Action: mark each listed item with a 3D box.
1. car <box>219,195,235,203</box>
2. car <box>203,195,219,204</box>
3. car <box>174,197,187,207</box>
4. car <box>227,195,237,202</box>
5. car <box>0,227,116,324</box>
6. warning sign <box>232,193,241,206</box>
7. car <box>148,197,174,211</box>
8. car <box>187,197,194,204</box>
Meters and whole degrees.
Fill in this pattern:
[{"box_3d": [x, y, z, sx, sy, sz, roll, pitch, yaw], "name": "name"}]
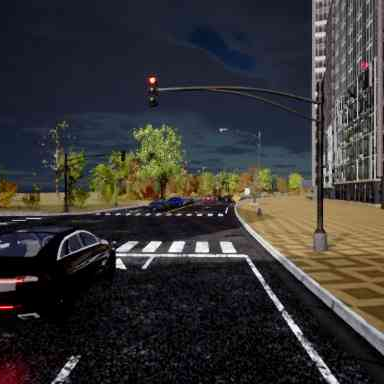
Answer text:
[{"box_3d": [7.488, 1.490, 70.118, 1.882, 1.535, 5.008, 0, 0, 12], "name": "car"}, {"box_3d": [3.572, 1.361, 66.937, 2.097, 1.767, 4.553, 0, 0, 11], "name": "car"}, {"box_3d": [-2.529, 1.478, 51.656, 1.882, 1.535, 5.008, 0, 0, 9], "name": "car"}, {"box_3d": [9.621, 1.495, 80.376, 1.882, 1.535, 5.008, 0, 0, 14], "name": "car"}, {"box_3d": [-2.993, 1.491, 7.121, 2.128, 1.511, 4.902, 0, 0, 1], "name": "car"}, {"box_3d": [6.460, 1.120, 48.222, 1.300, 1.860, 1.060, 0, 0, 8], "name": "warning sign"}, {"box_3d": [-3.995, 1.546, 40.886, 2.033, 1.411, 5.357, 0, 0, 7], "name": "car"}, {"box_3d": [-0.790, 1.551, 62.173, 2.033, 1.411, 5.357, 0, 0, 11], "name": "car"}]
